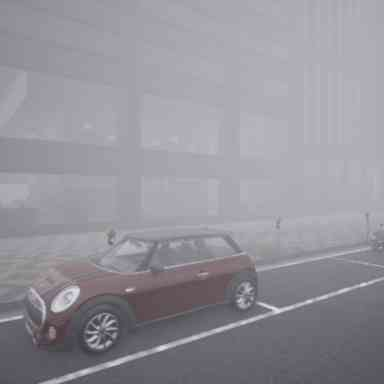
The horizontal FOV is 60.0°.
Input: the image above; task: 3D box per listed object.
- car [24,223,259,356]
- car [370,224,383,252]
[{"bbox_3d":[-0.751,1.440,5.995,4.097,1.590,1.967,0,0,-35],"label":"car"},{"bbox_3d":[8.432,1.544,12.543,4.403,1.369,2.008,0,0,-35],"label":"car"}]
